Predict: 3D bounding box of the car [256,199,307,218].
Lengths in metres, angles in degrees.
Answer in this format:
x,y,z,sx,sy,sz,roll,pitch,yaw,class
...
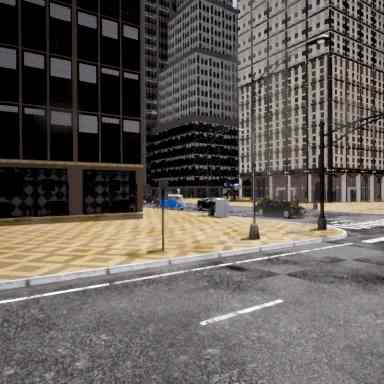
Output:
x,y,z,sx,sy,sz,roll,pitch,yaw,class
7.723,1.420,29.245,1.837,1.490,4.892,-1,1,-34,car

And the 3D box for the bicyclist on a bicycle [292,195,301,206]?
x,y,z,sx,sy,sz,roll,pitch,yaw,class
12.028,1.119,38.473,1.656,1.620,0.582,-1,1,-34,bicyclist on a bicycle

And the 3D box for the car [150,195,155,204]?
x,y,z,sx,sy,sz,roll,pitch,yaw,class
-3.505,1.346,45.883,1.812,1.442,4.674,-1,1,-34,car

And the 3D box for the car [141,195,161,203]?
x,y,z,sx,sy,sz,roll,pitch,yaw,class
-7.822,1.239,62.602,1.887,1.381,4.507,0,0,-34,car

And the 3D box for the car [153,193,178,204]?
x,y,z,sx,sy,sz,roll,pitch,yaw,class
-4.721,1.036,58.011,2.192,1.841,5.009,0,0,-34,car

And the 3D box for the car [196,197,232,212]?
x,y,z,sx,sy,sz,roll,pitch,yaw,class
2.415,1.363,37.103,2.128,1.511,4.902,-1,1,-34,car

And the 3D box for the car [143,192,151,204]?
x,y,z,sx,sy,sz,roll,pitch,yaw,class
-6.397,1.252,55.771,1.837,1.490,4.892,-1,1,-34,car

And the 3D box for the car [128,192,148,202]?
x,y,z,sx,sy,sz,roll,pitch,yaw,class
-10.924,0.982,67.191,2.192,1.841,5.009,0,0,-34,car

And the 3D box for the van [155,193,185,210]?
x,y,z,sx,sy,sz,roll,pitch,yaw,class
-2.360,1.211,39.550,1.690,1.788,3.998,0,0,-34,van
